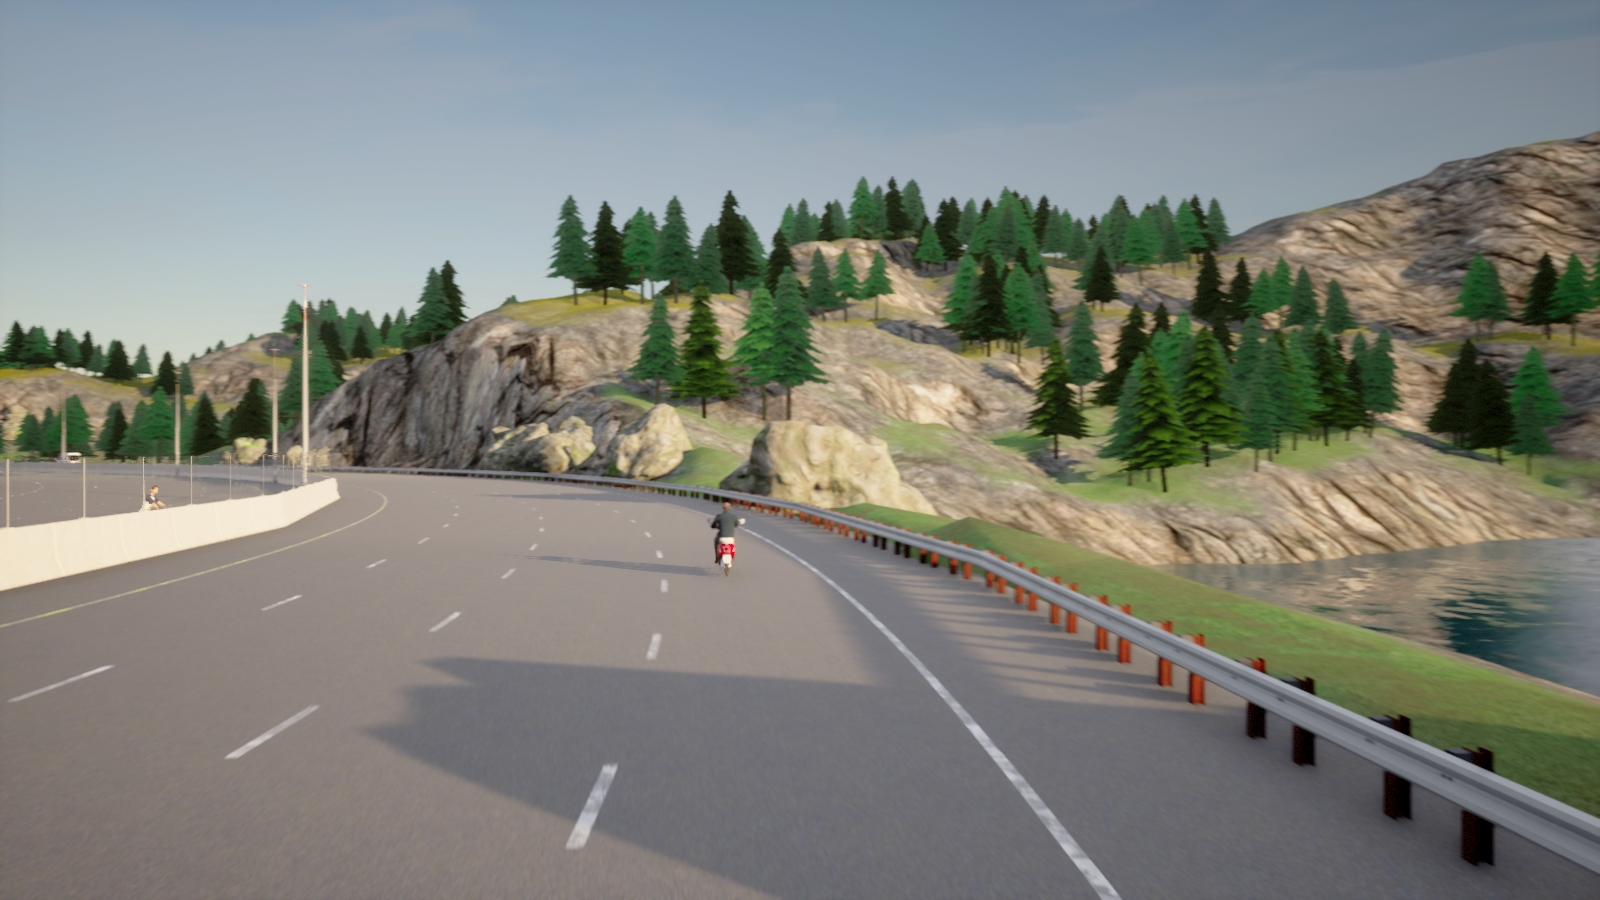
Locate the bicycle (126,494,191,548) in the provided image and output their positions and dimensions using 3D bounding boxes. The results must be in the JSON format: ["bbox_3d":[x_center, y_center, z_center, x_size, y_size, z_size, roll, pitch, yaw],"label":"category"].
[{"bbox_3d":[-18.792,2.079,33.470,1.643,1.514,0.373,-2,-4,-7],"label":"bicycle"}]

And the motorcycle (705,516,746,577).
[{"bbox_3d":[-1.713,2.184,26.135,0.856,1.236,1.805,1,0,-6],"label":"motorcycle"}]
